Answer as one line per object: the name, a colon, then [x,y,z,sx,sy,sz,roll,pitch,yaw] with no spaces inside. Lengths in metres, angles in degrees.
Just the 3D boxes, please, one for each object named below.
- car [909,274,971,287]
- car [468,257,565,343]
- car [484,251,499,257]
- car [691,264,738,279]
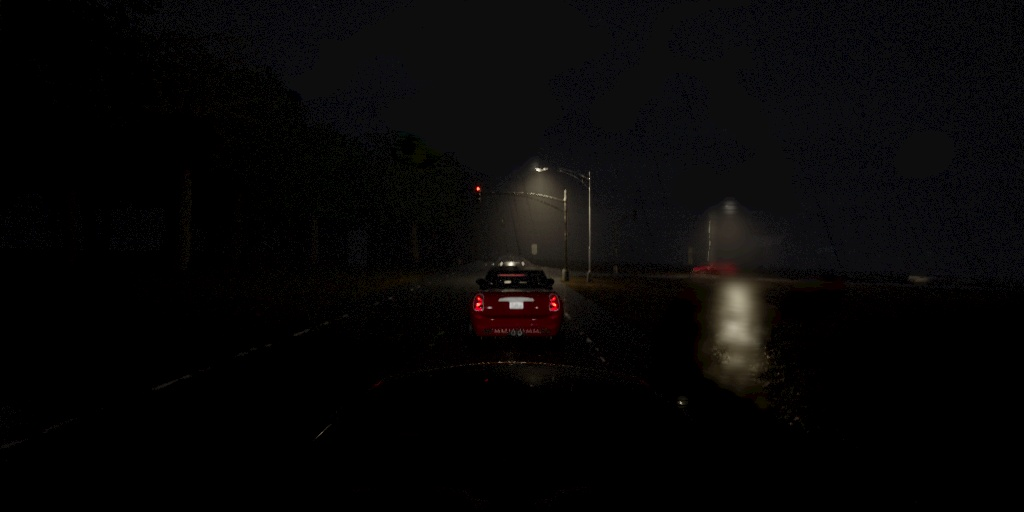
car: [45.701,2.560,38.399,4.718,1.301,1.895,2,0,0]
car: [0.089,1.014,9.552,2.097,1.767,4.553,0,1,0]
car: [-3.650,0.377,59.285,1.994,1.385,4.181,0,1,0]
car: [21.638,1.597,38.370,4.674,1.442,1.812,2,0,0]
